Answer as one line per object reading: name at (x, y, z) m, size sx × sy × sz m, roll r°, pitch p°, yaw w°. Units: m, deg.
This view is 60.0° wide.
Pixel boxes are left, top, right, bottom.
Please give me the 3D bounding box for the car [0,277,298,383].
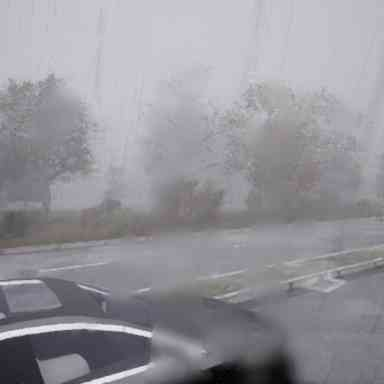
car at (-1.201, 1.492, 2.584) m, size 4.902 × 1.511 × 2.128 m, roll 0°, pitch 0°, yaw -35°
